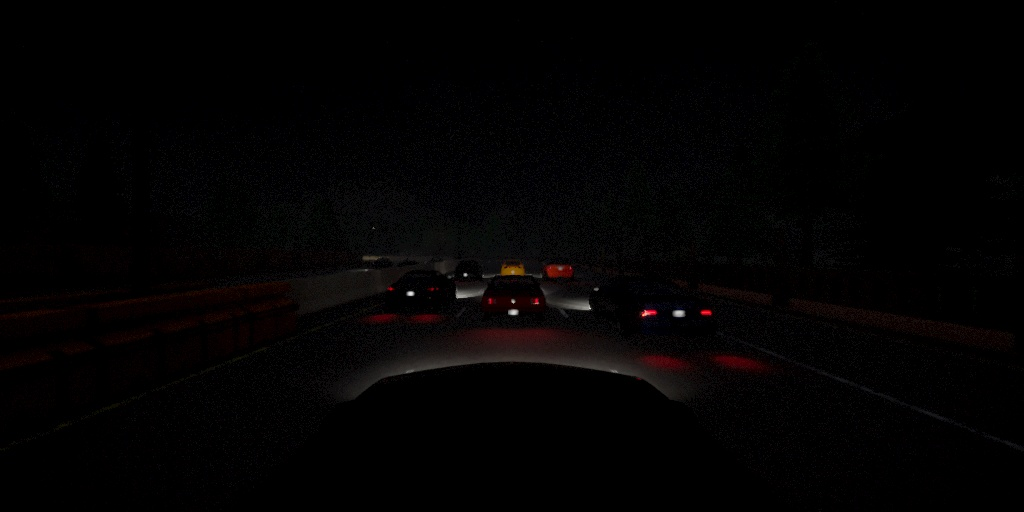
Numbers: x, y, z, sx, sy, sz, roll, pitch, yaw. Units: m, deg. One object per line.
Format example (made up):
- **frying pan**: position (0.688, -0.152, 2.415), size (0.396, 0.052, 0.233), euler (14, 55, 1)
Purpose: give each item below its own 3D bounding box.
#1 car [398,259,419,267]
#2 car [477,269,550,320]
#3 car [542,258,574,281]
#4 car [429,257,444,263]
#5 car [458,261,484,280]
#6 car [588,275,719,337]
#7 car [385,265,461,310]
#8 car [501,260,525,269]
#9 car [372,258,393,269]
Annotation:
- **car**: position (-14.226, 1.077, 49.407), size (1.895, 1.301, 4.718), euler (0, 0, -2)
- **car**: position (0.061, 1.290, 12.334), size (1.895, 1.301, 4.718), euler (0, 0, 0)
- **car**: position (3.570, 0.947, 28.443), size (2.097, 1.767, 4.553), euler (0, 0, 0)
- **car**: position (-10.869, 0.956, 51.645), size (2.128, 1.511, 4.902), euler (0, 0, -3)
- **car**: position (-3.426, 1.100, 28.883), size (1.837, 1.490, 4.892), euler (0, 1, 0)
- **car**: position (3.541, 1.250, 10.075), size (2.033, 1.411, 5.357), euler (0, 0, 1)
- **car**: position (-3.427, 1.241, 14.171), size (1.994, 1.385, 4.181), euler (0, 0, 0)
- **car**: position (0.080, 1.063, 30.312), size (1.882, 1.535, 5.008), euler (0, 0, 0)
- **car**: position (-17.747, 1.000, 49.509), size (1.812, 1.442, 4.674), euler (0, 0, -2)
